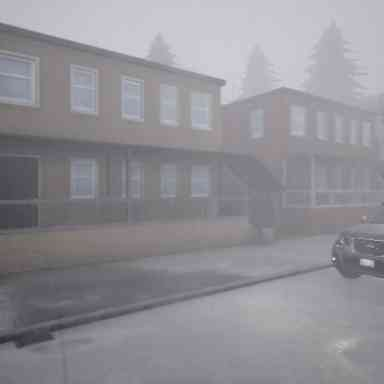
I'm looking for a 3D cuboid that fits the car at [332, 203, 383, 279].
[{"bbox_3d":[6.109,1.207,8.886,5.566,2.045,2.150,0,0,-35],"label":"car"}]
